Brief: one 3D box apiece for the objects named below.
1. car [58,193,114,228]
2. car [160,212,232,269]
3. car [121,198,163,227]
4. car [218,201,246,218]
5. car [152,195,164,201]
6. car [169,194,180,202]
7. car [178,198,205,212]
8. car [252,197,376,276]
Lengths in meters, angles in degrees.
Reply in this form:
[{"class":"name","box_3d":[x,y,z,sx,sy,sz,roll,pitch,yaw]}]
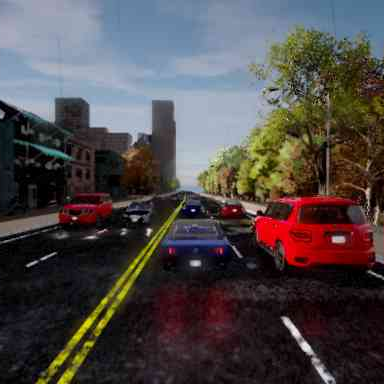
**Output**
[{"class":"car","box_3d":[-6.600,1.098,21.452,2.150,2.045,5.566,0,0,0]},{"class":"car","box_3d":[0.098,1.538,10.813,1.895,1.301,4.718,0,0,0]},{"class":"car","box_3d":[-3.350,1.365,21.973,2.128,1.511,4.902,0,0,0]},{"class":"car","box_3d":[3.348,1.402,28.110,1.994,1.385,4.181,0,0,0]},{"class":"car","box_3d":[-6.514,1.237,63.741,1.895,1.301,4.718,0,0,0]},{"class":"car","box_3d":[-3.272,1.161,63.793,1.812,1.442,4.674,0,0,0]},{"class":"car","box_3d":[0.098,1.402,28.166,1.994,1.385,4.181,0,0,0]},{"class":"car","box_3d":[3.349,1.163,10.279,2.150,2.045,5.566,0,0,0]}]
